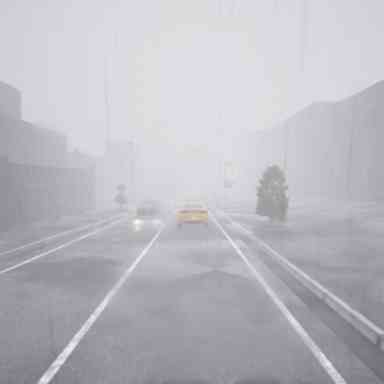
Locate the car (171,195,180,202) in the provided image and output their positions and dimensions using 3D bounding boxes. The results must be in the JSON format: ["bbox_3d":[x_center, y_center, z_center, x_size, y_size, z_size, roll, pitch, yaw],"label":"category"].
[{"bbox_3d":[-3.456,1.293,70.000,1.812,1.442,4.674,0,0,0],"label":"car"}]

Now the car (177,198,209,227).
[{"bbox_3d":[0.089,1.385,22.247,1.882,1.535,5.008,0,0,0],"label":"car"}]

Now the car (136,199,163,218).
[{"bbox_3d":[-3.586,1.352,28.900,1.882,1.535,5.008,0,0,0],"label":"car"}]
